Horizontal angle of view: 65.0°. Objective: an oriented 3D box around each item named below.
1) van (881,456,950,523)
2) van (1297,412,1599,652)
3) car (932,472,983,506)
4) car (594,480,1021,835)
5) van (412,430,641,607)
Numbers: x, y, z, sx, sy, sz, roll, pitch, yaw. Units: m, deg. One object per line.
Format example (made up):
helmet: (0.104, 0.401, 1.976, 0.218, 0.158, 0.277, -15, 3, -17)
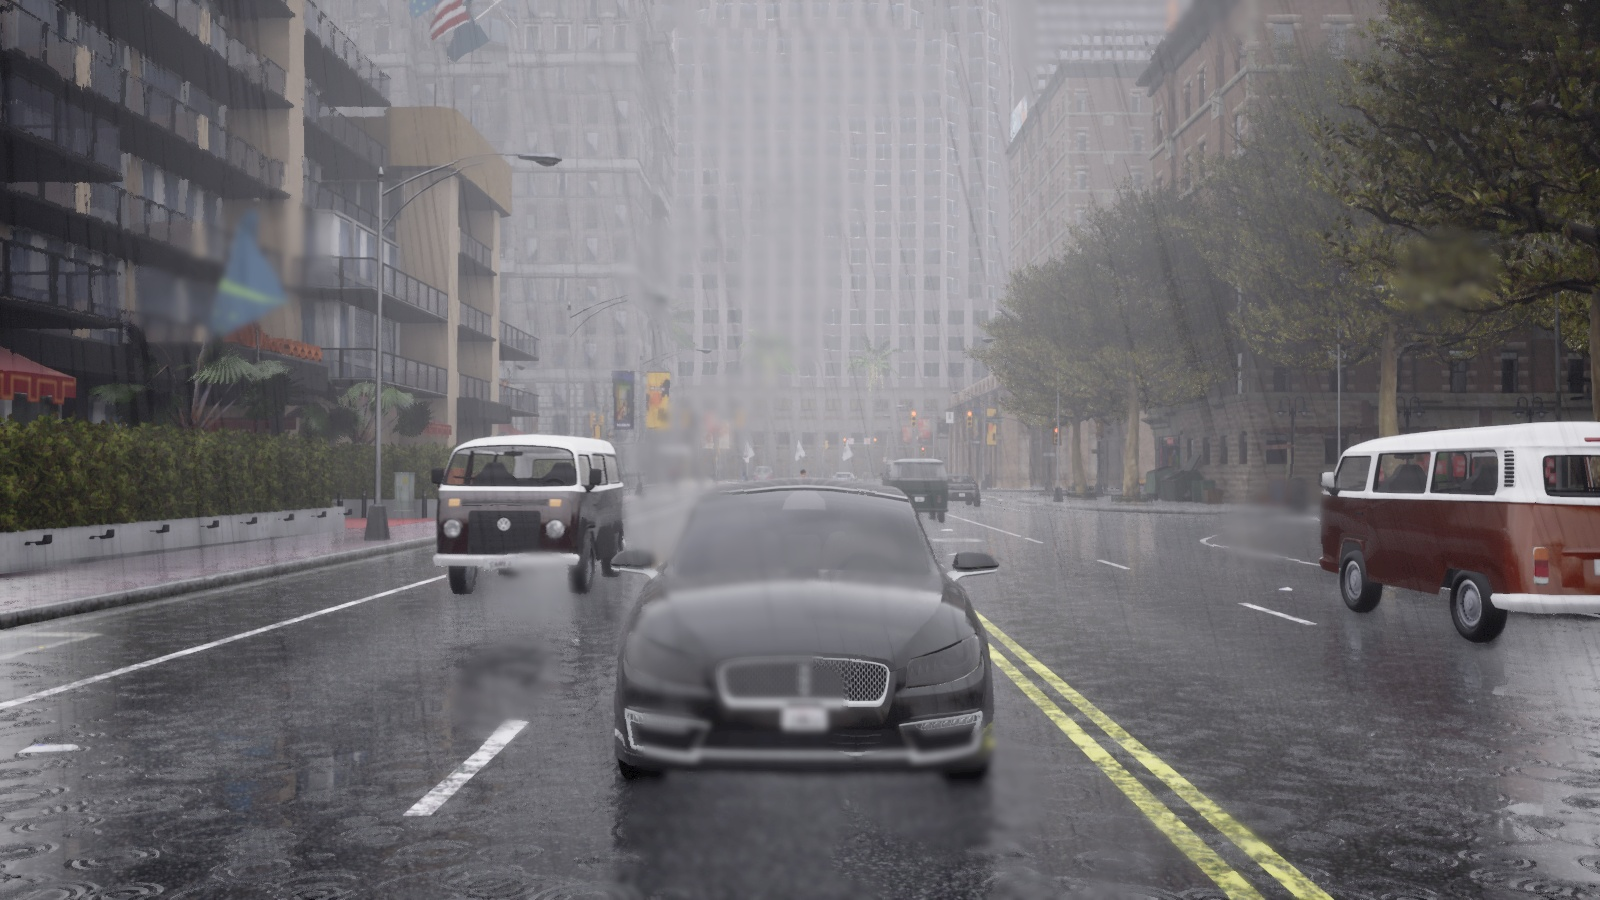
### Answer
van: (3.610, 1.222, 39.936, 1.775, 1.987, 4.442, 0, -1, 0)
van: (7.046, 0.727, 12.933, 2.069, 2.038, 4.480, 0, -1, 0)
car: (7.152, 1.760, 57.314, 1.816, 1.474, 4.193, 0, -1, 0)
car: (0.035, 0.951, 7.865, 1.837, 1.490, 4.892, 0, -1, 0)
van: (-3.445, 0.832, 16.748, 2.069, 2.038, 4.480, 0, -1, 0)
